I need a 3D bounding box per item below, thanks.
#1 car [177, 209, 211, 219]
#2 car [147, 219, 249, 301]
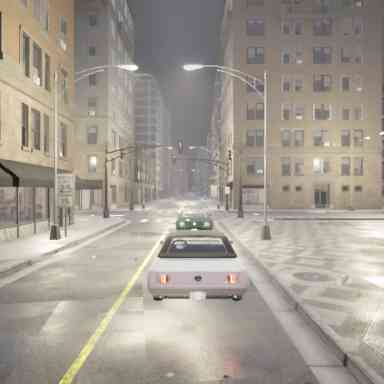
[{"bbox_3d":[0.125,1.600,18.515,1.895,1.301,4.718,0,0,0],"label":"car"},{"bbox_3d":[0.111,1.601,8.280,1.895,1.301,4.718,0,0,0],"label":"car"}]
